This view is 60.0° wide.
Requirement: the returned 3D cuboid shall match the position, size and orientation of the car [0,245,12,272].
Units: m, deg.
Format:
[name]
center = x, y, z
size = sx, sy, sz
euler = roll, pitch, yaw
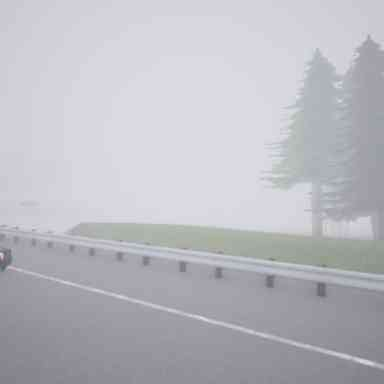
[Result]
[car]
center = -6.854, 1.592, 8.872
size = 4.718, 1.301, 1.895
euler = 0, 0, 36
